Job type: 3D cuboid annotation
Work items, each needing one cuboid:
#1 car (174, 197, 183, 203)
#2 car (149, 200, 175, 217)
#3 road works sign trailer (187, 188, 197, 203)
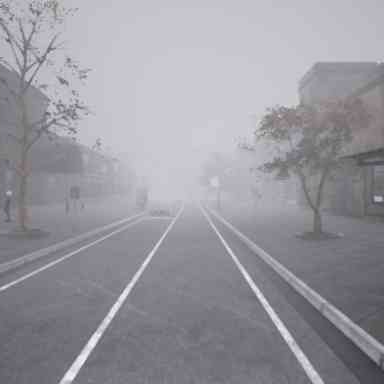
[{"bbox_3d":[-3.023,1.773,74.296,1.812,1.442,4.674,0,0,0],"label":"car"},{"bbox_3d":[-3.105,1.785,33.585,1.994,1.385,4.181,0,0,0],"label":"car"},{"bbox_3d":[-0.011,0.759,80.228,2.380,3.560,2.880,0,0,0],"label":"road works sign trailer"}]
